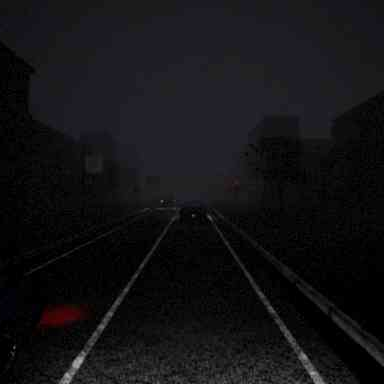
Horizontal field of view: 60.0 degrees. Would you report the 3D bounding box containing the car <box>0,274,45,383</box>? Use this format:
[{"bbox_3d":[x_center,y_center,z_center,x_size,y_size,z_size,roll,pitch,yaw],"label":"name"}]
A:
[{"bbox_3d":[-3.099,1.543,2.597,2.033,1.411,5.357,0,0,0],"label":"car"}]

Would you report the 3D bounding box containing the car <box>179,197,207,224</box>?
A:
[{"bbox_3d":[0.099,1.407,24.257,1.882,1.535,5.008,0,0,0],"label":"car"}]

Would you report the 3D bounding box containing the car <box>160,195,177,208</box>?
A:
[{"bbox_3d":[-3.088,1.213,44.504,2.097,1.767,4.553,0,0,0],"label":"car"}]

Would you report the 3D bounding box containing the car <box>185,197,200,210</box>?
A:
[{"bbox_3d":[0.093,1.388,42.062,1.812,1.442,4.674,0,0,0],"label":"car"}]
